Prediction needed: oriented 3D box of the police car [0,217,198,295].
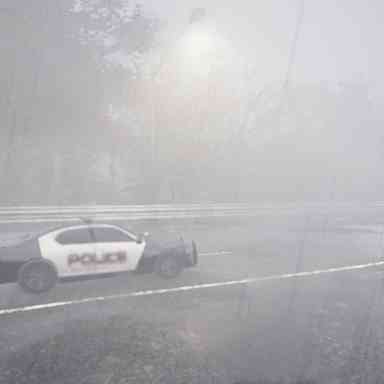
[{"bbox_3d":[-2.321,1.461,8.617,4.974,1.542,2.038,0,0,-24],"label":"police car"}]
